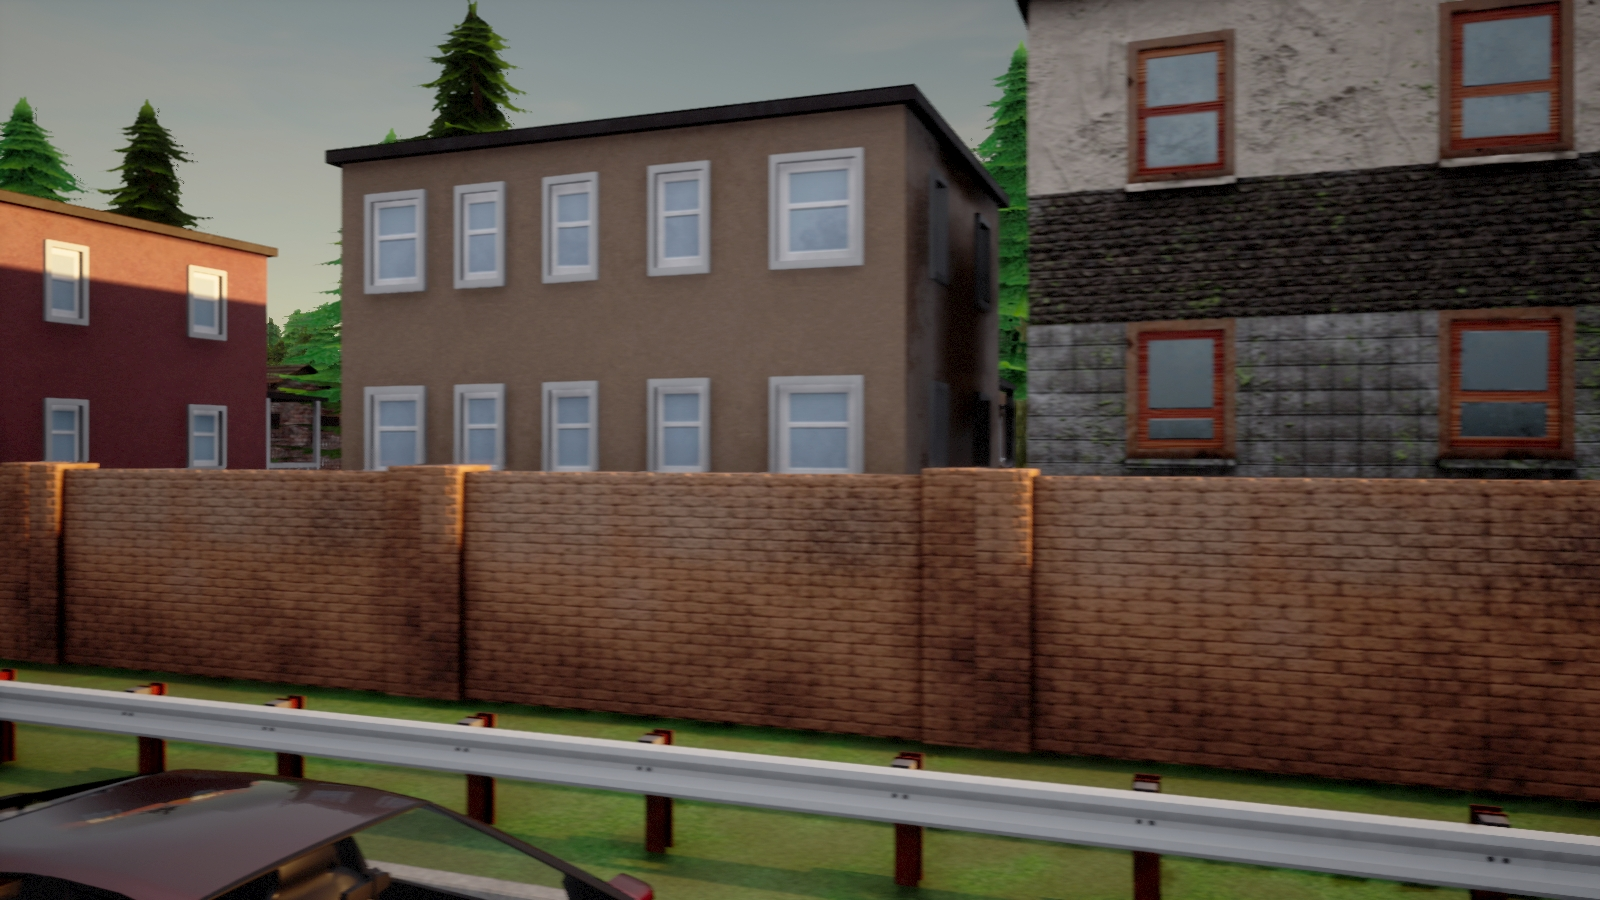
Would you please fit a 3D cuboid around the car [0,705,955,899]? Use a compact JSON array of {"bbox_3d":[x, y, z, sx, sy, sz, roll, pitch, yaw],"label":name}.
[{"bbox_3d":[-1.901,2.038,3.993,4.514,1.525,2.007,0,0,20],"label":"car"}]
